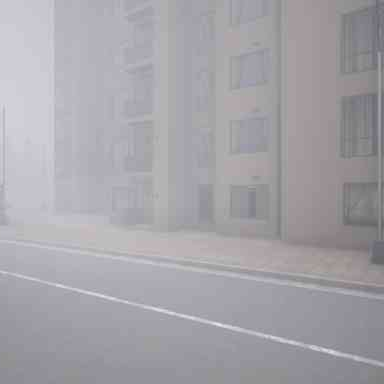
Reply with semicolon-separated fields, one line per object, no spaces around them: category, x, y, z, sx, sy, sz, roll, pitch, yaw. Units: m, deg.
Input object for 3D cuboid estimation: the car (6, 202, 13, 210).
car;-22.939;1.436;37.638;2.128;1.511;4.902;0;0;34
